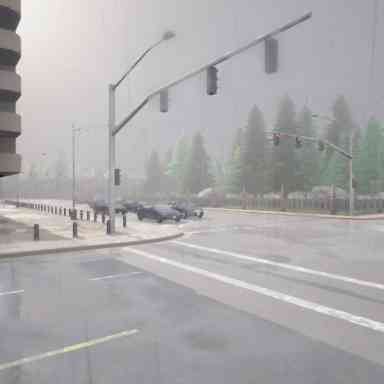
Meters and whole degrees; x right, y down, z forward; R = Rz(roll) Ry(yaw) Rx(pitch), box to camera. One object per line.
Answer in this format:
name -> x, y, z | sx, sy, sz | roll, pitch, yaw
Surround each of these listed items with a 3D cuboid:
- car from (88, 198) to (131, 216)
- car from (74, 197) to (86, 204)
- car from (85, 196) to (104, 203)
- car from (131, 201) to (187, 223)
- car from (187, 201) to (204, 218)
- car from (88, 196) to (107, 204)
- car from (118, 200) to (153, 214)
car -> -8.429, 1.601, 33.966 | 2.033, 1.411, 5.357 | 0, 0, -36
car -> -20.834, 1.653, 62.913 | 1.895, 1.301, 4.718 | 0, 0, -36
car -> -12.499, 1.654, 45.399 | 1.895, 1.301, 4.718 | 0, 0, -36
car -> -2.722, 1.579, 26.259 | 1.812, 1.442, 4.674 | 0, 0, -38
car -> -0.920, 1.545, 29.683 | 2.128, 1.511, 4.902 | 0, 0, -36
car -> -18.764, 1.543, 66.003 | 2.128, 1.511, 4.902 | 0, 0, -36
car -> -6.396, 1.654, 37.109 | 1.895, 1.301, 4.718 | 0, 0, -36
